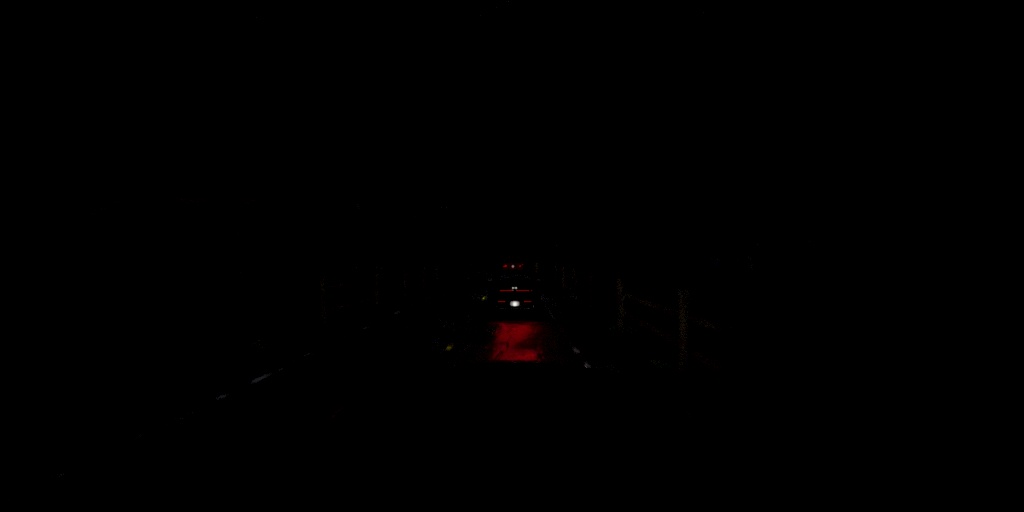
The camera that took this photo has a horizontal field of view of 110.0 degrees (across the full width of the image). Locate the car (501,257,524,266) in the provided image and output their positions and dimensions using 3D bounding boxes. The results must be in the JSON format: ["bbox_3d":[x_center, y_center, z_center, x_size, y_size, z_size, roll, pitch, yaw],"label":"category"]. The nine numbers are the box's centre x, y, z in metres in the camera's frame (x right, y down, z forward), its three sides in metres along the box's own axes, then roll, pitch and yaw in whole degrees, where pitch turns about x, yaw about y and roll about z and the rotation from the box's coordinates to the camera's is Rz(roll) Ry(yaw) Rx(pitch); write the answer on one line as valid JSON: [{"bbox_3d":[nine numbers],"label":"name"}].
[{"bbox_3d":[0.090,1.090,36.555,2.150,2.045,5.566,0,0,0],"label":"car"}]

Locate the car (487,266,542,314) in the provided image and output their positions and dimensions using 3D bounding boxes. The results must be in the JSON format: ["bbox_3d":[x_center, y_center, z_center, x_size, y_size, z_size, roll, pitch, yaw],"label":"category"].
[{"bbox_3d":[0.095,1.294,13.950,1.837,1.490,4.892,0,0,0],"label":"car"}]
